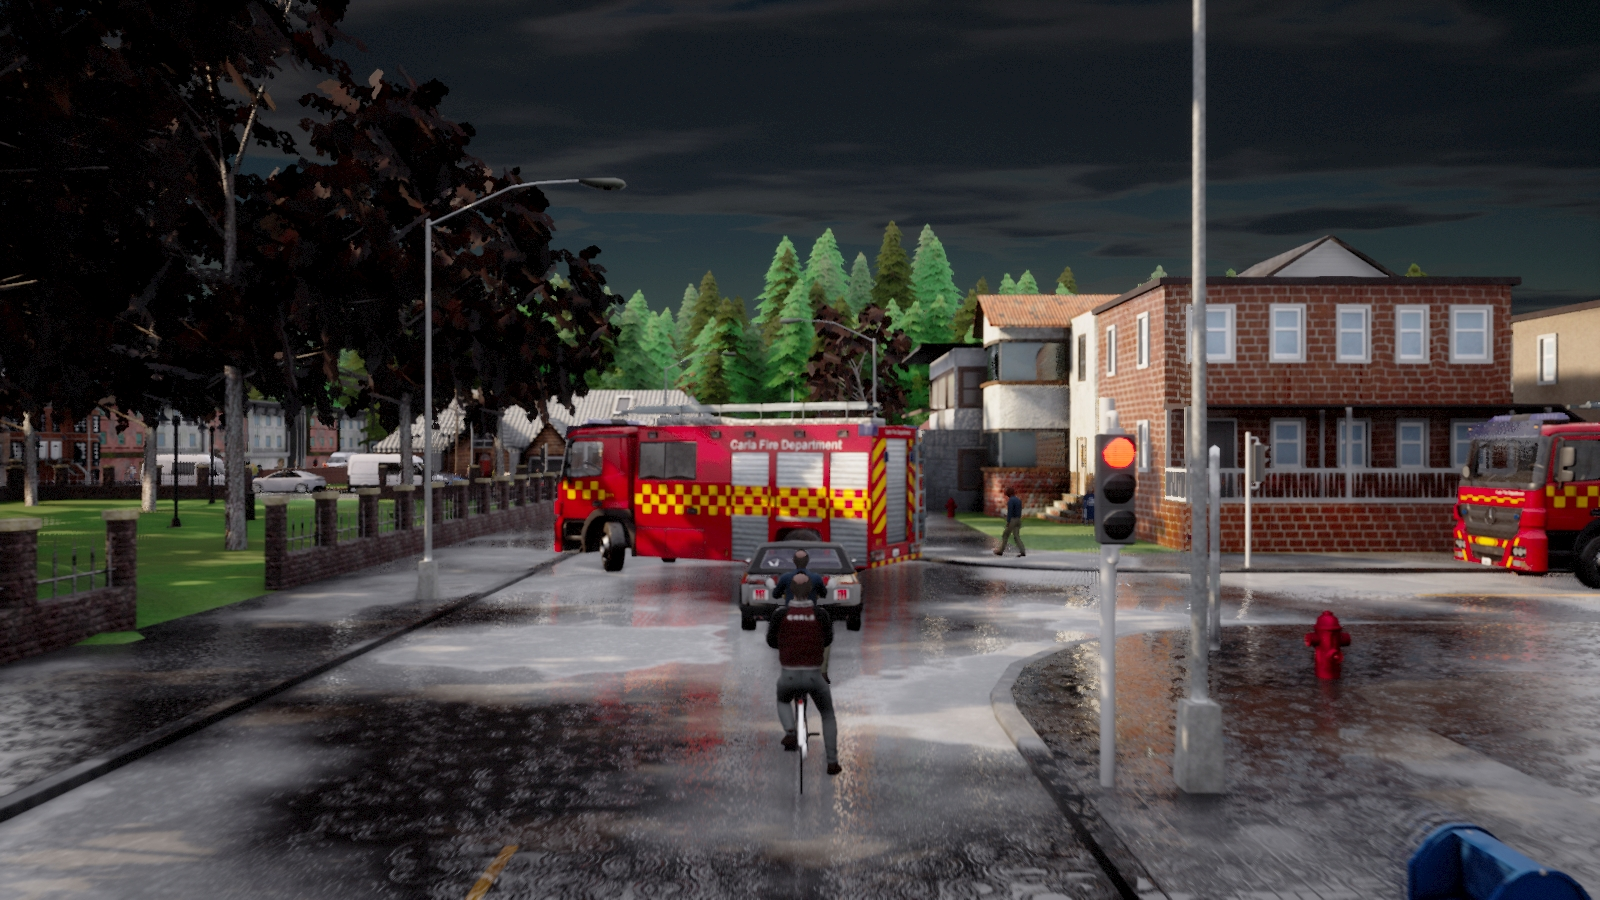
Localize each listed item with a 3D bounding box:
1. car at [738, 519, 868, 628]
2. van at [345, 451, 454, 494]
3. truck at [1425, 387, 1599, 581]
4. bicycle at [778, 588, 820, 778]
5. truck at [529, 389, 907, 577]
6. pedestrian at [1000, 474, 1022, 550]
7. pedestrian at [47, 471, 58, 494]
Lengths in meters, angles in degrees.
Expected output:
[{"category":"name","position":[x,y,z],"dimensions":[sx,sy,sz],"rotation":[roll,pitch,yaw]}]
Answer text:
[{"category":"car","position":[0.049,1.940,19.027],"dimensions":[1.895,1.301,4.718],"rotation":[0,0,0]},{"category":"van","position":[-24.312,1.330,69.476],"dimensions":[5.915,2.561,1.988],"rotation":[0,0,1]},{"category":"truck","position":[18.199,0.677,24.081],"dimensions":[8.468,3.827,2.891],"rotation":[0,0,0]},{"category":"bicycle","position":[-0.006,1.943,9.896],"dimensions":[0.329,1.271,1.835],"rotation":[0,0,0]},{"category":"truck","position":[-2.007,0.677,26.467],"dimensions":[8.468,3.827,2.891],"rotation":[0,0,28]},{"category":"pedestrian","position":[5.241,1.522,28.407],"dimensions":[0.375,1.860,0.375],"rotation":[0,0,-37]},{"category":"pedestrian","position":[-41.947,1.819,64.083],"dimensions":[0.375,1.300,0.375],"rotation":[0,0,1]}]
